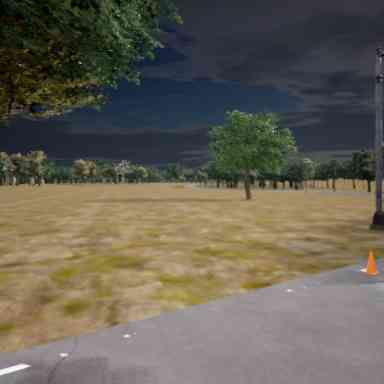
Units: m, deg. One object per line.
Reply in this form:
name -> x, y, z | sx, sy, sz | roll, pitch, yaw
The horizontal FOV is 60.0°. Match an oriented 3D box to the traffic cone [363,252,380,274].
traffic cone -> 5.020, 1.965, 9.319 | 0.340, 0.580, 0.340 | 0, 0, -37
